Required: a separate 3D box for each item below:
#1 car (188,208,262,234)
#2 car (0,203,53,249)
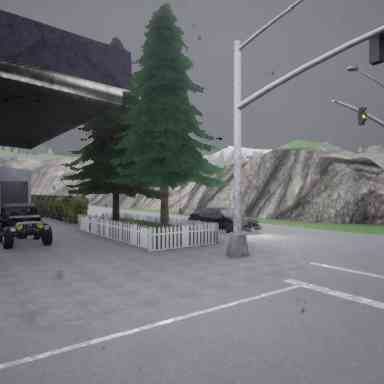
[{"bbox_3d":[1.870,1.739,20.926,2.033,1.411,5.357,0,0,-36],"label":"car"},{"bbox_3d":[-8.041,1.505,15.808,1.905,1.878,3.866,0,0,-37],"label":"car"}]
